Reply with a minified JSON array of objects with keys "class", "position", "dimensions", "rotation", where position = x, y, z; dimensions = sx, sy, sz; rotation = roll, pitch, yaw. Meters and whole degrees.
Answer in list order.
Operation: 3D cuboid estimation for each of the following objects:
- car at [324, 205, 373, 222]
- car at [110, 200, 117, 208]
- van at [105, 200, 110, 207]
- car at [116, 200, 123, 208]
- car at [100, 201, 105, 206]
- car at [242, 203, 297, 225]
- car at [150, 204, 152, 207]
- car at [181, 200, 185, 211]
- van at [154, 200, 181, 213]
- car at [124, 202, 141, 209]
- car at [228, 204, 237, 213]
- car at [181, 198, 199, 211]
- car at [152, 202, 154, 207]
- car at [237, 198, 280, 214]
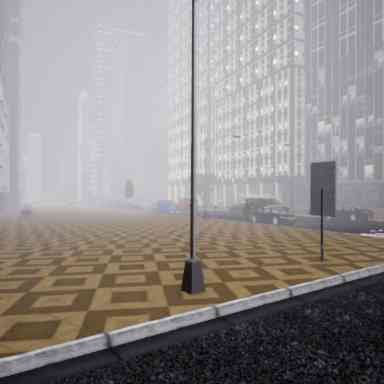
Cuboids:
[{"class":"car","position":[13.809,1.851,29.638],"dimensions":[2.008,1.369,4.403],"rotation":[-1,-1,-26]},{"class":"car","position":[-15.690,2.729,71.618],"dimensions":[1.887,1.381,4.507],"rotation":[-1,-1,-26]},{"class":"van","position":[-18.132,2.632,76.688],"dimensions":[1.690,1.788,3.998],"rotation":[-1,-1,-26]},{"class":"car","position":[-13.179,2.600,66.397],"dimensions":[1.752,1.417,4.829],"rotation":[-1,-1,-26]},{"class":"car","position":[-23.006,3.050,86.821],"dimensions":[1.887,1.381,4.507],"rotation":[-1,-1,-26]},{"class":"car","position":[6.258,1.812,26.005],"dimensions":[2.008,1.369,4.403],"rotation":[-1,-1,-26]},{"class":"car","position":[-8.138,2.805,75.251],"dimensions":[1.802,1.307,4.206],"rotation":[-1,-1,-26]},{"class":"car","position":[-3.294,2.331,51.965],"dimensions":[1.994,1.385,4.181],"rotation":[0,-1,-25]},{"class":"van","position":[-3.501,2.003,46.281],"dimensions":[1.690,1.788,3.998],"rotation":[-1,-1,-26]},{"class":"car","position":[-10.813,2.523,61.482],"dimensions":[2.008,1.369,4.403],"rotation":[-1,-1,-26]},{"class":"car","position":[6.493,2.166,44.843],"dimensions":[1.947,1.339,4.313],"rotation":[-1,-1,-26]},{"class":"car","position":[-0.805,2.014,53.912],"dimensions":[2.150,2.045,5.566],"rotation":[0,-1,-25]},{"class":"car","position":[-5.446,2.494,63.476],"dimensions":[1.837,1.490,4.892],"rotation":[0,-1,-26]},{"class":"car","position":[6.885,1.564,30.702],"dimensions":[2.150,2.045,5.566],"rotation":[0,-1,-26]}]
